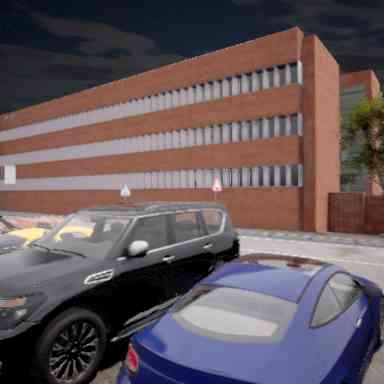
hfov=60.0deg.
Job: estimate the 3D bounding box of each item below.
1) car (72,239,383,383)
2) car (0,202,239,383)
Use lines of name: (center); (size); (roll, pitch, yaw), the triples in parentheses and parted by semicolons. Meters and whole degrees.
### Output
car: (1.166, 1.519, 4.158); (2.002, 1.452, 4.674); (0, 0, 35)
car: (-1.149, 1.226, 5.778); (2.435, 2.045, 5.566); (0, 0, 35)
